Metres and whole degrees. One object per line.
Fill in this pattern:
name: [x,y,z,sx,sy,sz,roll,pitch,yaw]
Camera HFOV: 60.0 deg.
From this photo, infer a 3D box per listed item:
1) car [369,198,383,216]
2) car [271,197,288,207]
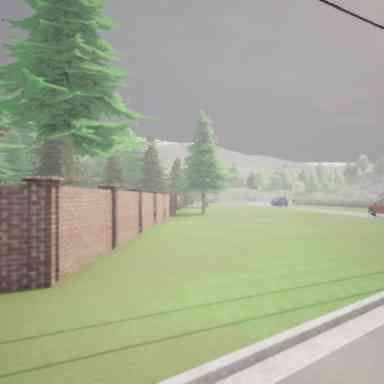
car: [20.342,1.601,34.218,2.150,2.045,5.566,0,-1,6]
car: [18.183,2.086,69.459,2.150,2.045,5.566,0,-1,-3]
